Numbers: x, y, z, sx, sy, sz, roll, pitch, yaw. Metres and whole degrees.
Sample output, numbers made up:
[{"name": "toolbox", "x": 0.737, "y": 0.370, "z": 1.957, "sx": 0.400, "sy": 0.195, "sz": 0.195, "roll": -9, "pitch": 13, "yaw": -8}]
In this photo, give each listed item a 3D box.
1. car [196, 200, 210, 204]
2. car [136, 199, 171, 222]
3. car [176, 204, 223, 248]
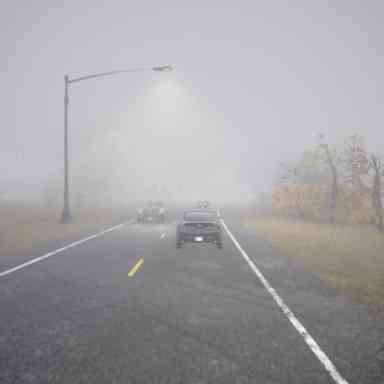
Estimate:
[{"name": "car", "x": 1.181, "y": 1.596, "z": 35.443, "sx": 2.033, "sy": 1.411, "sz": 5.357, "roll": 0, "pitch": 0, "yaw": 3}, {"name": "car", "x": -2.913, "y": 1.377, "z": 26.237, "sx": 2.097, "sy": 1.767, "sz": 4.553, "roll": 0, "pitch": 0, "yaw": 2}, {"name": "car", "x": 0.325, "y": 1.506, "z": 14.860, "sx": 1.837, "sy": 1.490, "sz": 4.892, "roll": 0, "pitch": 0, "yaw": 1}]
